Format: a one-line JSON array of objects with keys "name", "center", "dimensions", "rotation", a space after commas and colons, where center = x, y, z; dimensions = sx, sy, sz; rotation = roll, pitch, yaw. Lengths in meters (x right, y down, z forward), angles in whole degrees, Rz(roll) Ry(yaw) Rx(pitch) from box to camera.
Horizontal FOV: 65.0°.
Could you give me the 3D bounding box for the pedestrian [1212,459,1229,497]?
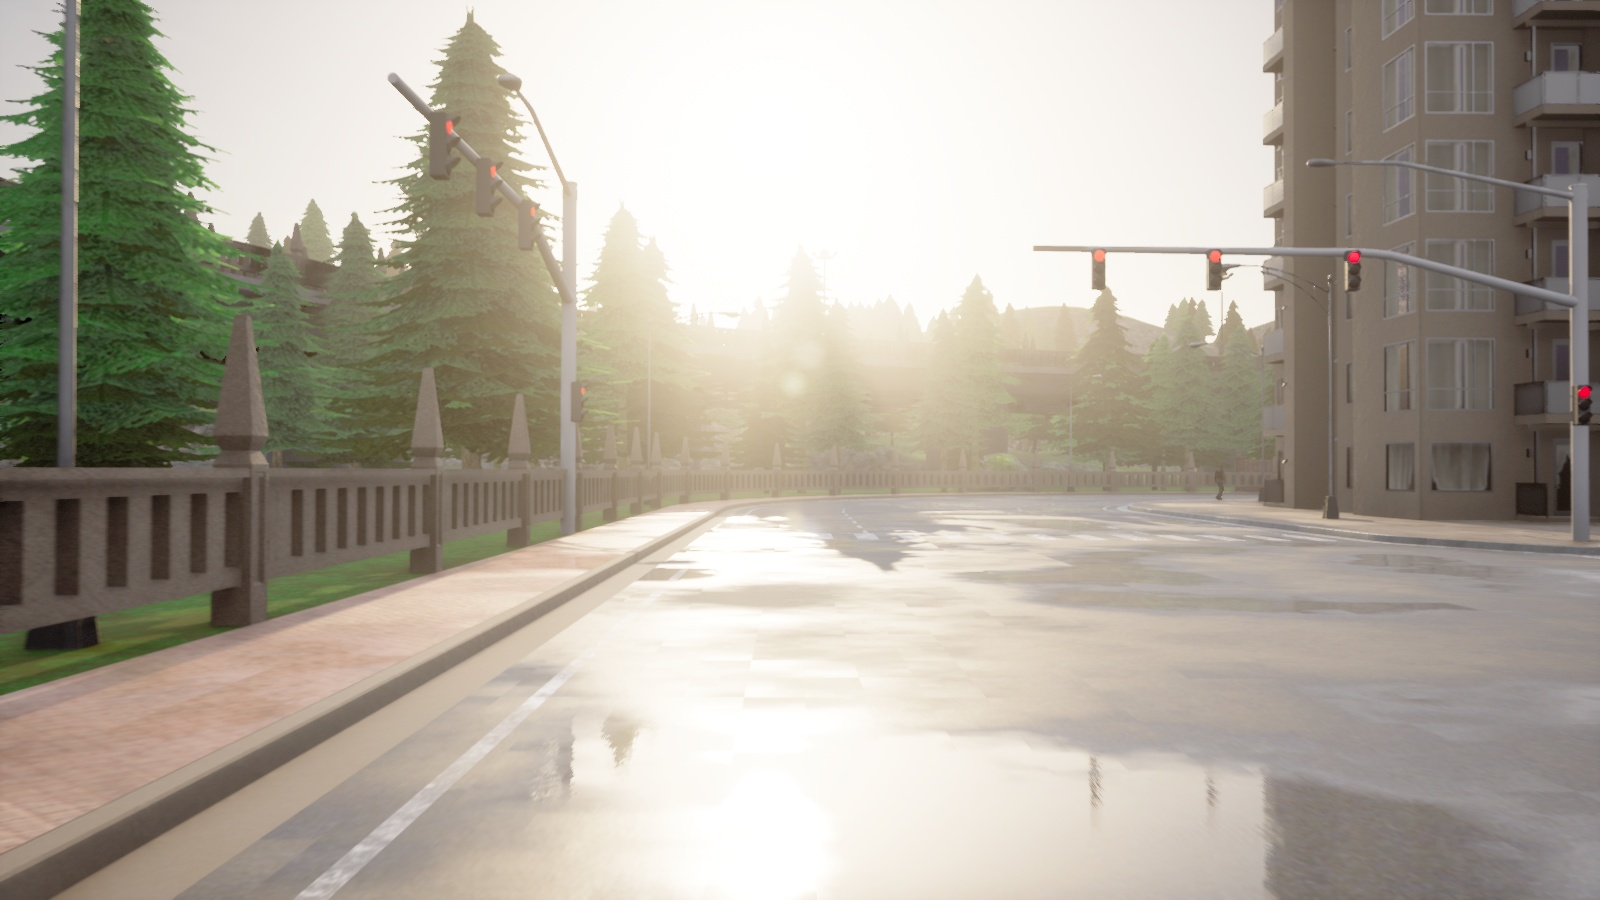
[{"name": "pedestrian", "center": [20.806, 1.398, 62.155], "dimensions": [0.720, 1.854, 0.376], "rotation": [0, -1, -28]}]
